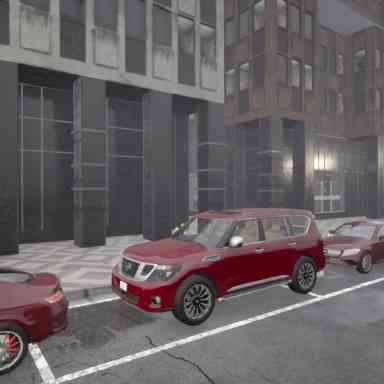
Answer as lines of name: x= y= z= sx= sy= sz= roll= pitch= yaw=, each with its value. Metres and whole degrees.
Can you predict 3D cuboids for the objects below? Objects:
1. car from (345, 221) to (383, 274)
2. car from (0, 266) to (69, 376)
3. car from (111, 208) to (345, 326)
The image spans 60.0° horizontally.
car: x=5.420 y=1.581 z=10.496 sx=4.206 sy=1.307 sz=1.802 roll=0 pitch=0 yaw=-35
car: x=-3.714 y=1.582 z=4.006 sx=4.206 sy=1.307 sz=1.802 roll=0 pitch=0 yaw=-35
car: x=0.853 y=1.315 z=7.252 sx=5.009 sy=1.841 sz=2.192 roll=0 pitch=0 yaw=-35
